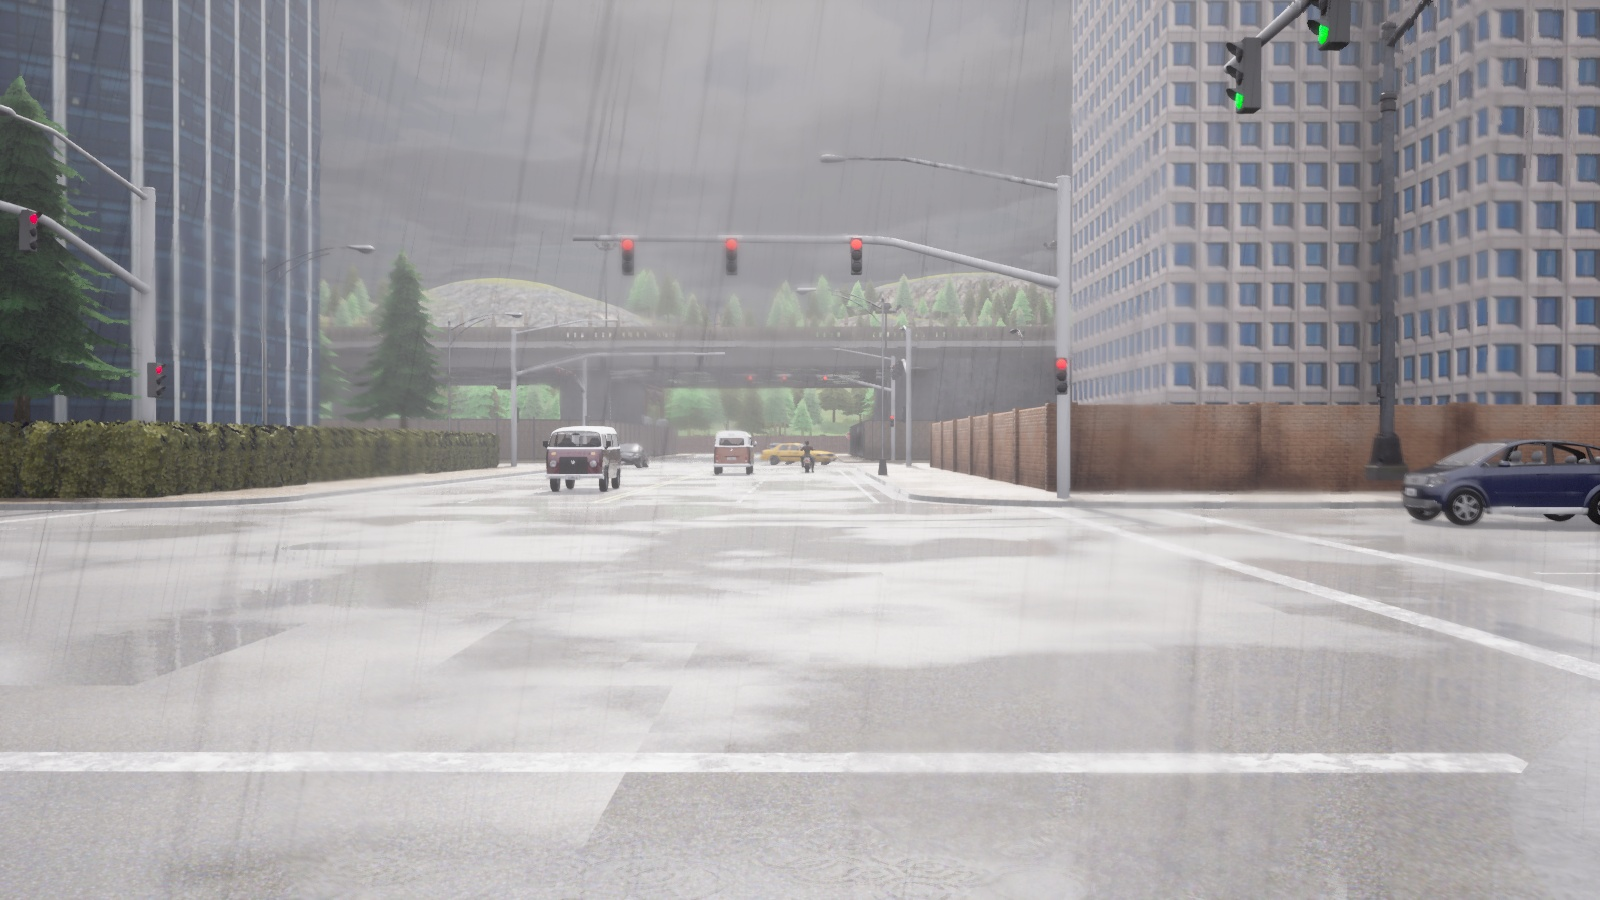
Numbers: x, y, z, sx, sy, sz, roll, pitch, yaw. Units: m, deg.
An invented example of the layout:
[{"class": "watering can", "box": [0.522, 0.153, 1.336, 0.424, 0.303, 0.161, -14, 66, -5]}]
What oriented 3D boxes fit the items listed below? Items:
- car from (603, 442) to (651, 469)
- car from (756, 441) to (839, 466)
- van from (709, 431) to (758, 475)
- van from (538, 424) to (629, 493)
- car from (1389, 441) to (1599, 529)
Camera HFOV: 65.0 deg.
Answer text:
[{"class": "car", "box": [-10.087, 0.303, 73.581, 2.163, 1.488, 4.792, 0, 0, 0]}, {"class": "car", "box": [-0.175, 0.194, 81.523, 5.366, 1.575, 1.801, 0, 0, 37]}, {"class": "van", "box": [-3.158, 0.126, 60.408, 2.069, 2.038, 4.480, 0, 0, 0]}, {"class": "van", "box": [-6.770, 0.240, 39.687, 2.069, 2.038, 4.480, 0, 0, 0]}, {"class": "car", "box": [13.058, 0.605, 22.997, 3.705, 1.549, 1.789, 0, 0, 1]}]
